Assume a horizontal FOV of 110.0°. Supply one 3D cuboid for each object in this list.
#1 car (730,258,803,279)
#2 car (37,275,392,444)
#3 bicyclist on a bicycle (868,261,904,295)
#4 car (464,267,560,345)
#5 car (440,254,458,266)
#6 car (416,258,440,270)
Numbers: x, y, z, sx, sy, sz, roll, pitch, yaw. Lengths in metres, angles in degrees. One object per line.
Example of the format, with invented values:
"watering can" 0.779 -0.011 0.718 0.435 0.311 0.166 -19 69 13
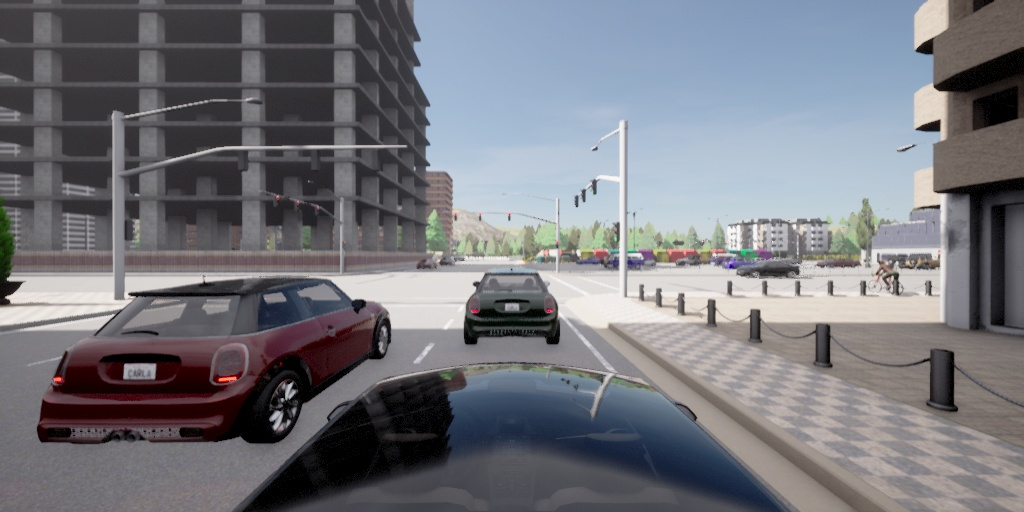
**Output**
"car" 22.710 1.199 31.889 5.008 1.535 1.882 0 0 0
"car" -3.483 1.091 5.470 2.097 1.767 4.553 0 0 0
"bicyclist on a bicycle" 18.070 1.063 17.372 0.582 1.620 1.656 0 0 0
"car" -0.020 1.080 9.603 2.097 1.767 4.553 0 0 -1
"car" -11.530 0.929 63.725 2.097 1.767 4.553 0 0 0
"car" -11.395 1.098 48.116 1.882 1.535 5.008 0 0 0
